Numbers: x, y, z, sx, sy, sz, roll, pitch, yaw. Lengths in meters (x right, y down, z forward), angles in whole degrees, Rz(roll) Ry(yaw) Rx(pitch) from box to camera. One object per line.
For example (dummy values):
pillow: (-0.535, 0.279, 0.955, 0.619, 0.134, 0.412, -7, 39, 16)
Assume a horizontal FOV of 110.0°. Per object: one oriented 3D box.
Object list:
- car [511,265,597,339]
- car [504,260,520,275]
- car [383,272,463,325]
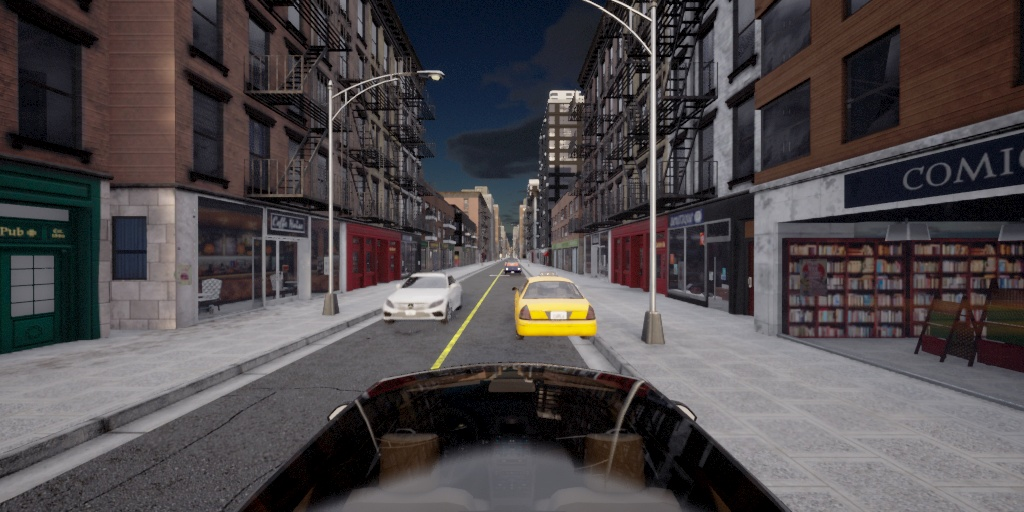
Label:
car: (0.966, 1.206, 9.984, 1.801, 1.575, 5.366, 0, 0, 0)
car: (0.094, 1.373, 39.072, 1.895, 1.301, 4.718, 0, 0, 0)
car: (-2.744, 1.275, 12.001, 1.812, 1.442, 4.674, 0, 0, 0)
